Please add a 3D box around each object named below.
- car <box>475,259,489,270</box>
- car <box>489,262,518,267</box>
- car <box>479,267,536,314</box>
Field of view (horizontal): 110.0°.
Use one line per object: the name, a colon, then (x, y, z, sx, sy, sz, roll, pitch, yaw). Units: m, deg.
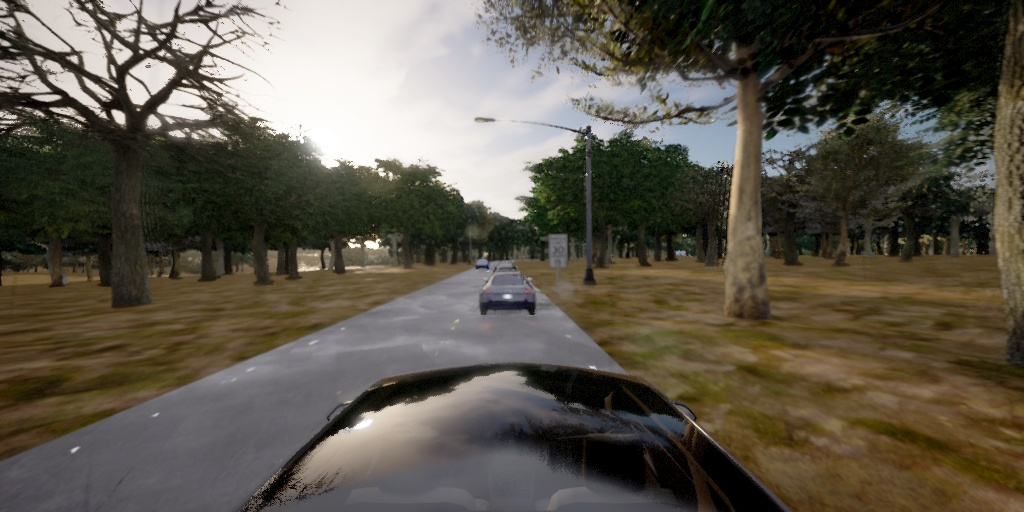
car: (-4.159, 1.192, 50.743, 1.882, 1.535, 5.008, 0, 0, -1)
car: (-0.511, 1.211, 28.953, 2.128, 1.511, 4.902, 0, 0, -1)
car: (-0.165, 1.290, 13.668, 1.994, 1.385, 4.181, 0, 0, -1)
